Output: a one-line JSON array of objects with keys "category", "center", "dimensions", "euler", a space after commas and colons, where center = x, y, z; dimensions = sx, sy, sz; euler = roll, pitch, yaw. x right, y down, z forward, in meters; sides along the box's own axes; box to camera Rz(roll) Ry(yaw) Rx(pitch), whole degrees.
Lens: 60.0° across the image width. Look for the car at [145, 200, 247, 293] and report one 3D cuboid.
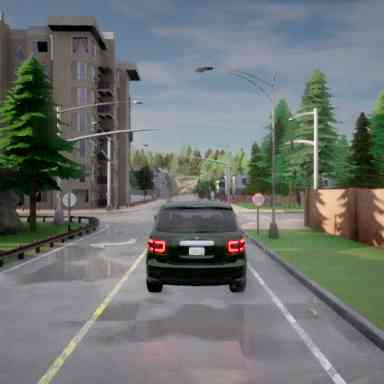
[{"category": "car", "center": [0.093, 1.221, 9.018], "dimensions": [2.150, 2.045, 5.566], "euler": [0, 0, 0]}]
